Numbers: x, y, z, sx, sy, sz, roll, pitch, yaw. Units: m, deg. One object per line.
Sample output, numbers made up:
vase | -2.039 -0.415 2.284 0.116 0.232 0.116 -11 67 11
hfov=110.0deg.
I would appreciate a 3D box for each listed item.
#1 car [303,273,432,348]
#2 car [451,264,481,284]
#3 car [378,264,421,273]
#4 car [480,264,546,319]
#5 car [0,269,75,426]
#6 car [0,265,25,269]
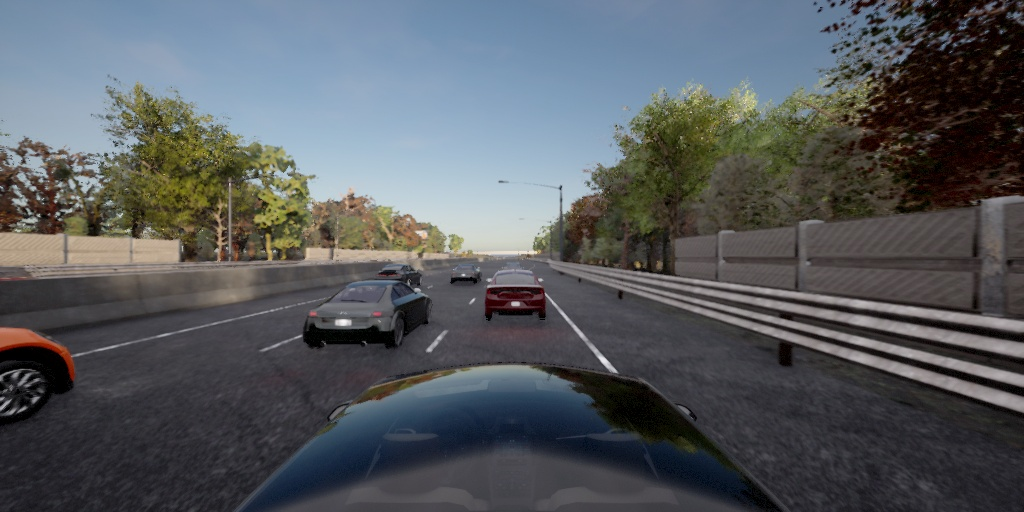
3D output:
car | -3.395 1.309 9.219 1.994 1.385 4.181 0 0 0
car | -3.392 1.302 27.102 1.994 1.385 4.181 0 0 0
car | -6.897 1.244 22.185 1.837 1.490 4.892 0 0 0
car | 0.105 1.221 12.727 1.882 1.535 5.008 0 0 0
car | -6.901 1.101 2.851 2.097 1.767 4.553 0 0 0
car | -20.998 1.161 13.339 2.097 1.767 4.553 0 0 0
